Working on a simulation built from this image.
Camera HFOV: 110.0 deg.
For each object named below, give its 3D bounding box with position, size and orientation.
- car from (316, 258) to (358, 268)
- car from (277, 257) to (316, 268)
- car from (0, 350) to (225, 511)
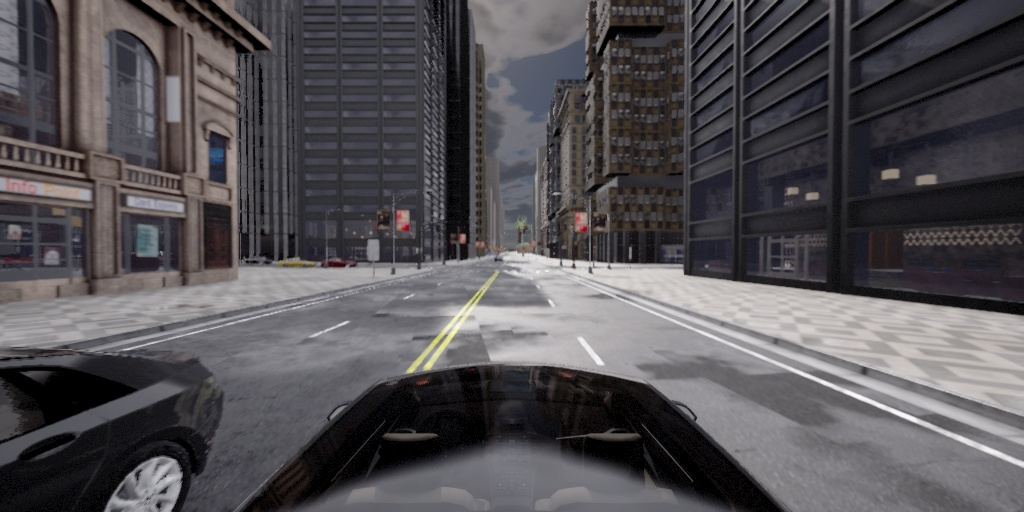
[{"bbox_3d":[-22.797,0.945,47.431,4.507,1.381,1.888,0,0,0],"label":"car"},{"bbox_3d":[-28.252,0.880,47.397,4.829,1.417,1.751,0,0,0],"label":"car"},{"bbox_3d":[-3.350,1.258,1.004,1.837,1.490,4.892,0,0,0],"label":"car"}]
